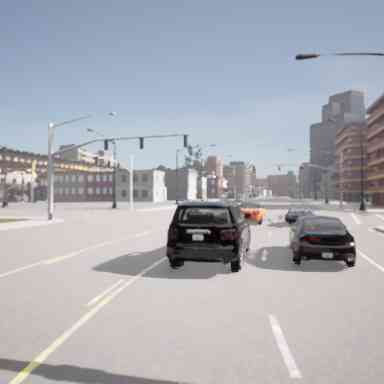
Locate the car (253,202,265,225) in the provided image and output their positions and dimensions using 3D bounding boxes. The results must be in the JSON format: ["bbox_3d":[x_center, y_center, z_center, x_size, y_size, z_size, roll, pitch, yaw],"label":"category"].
[{"bbox_3d":[4.671,1.557,26.498,2.097,1.767,4.553,0,0,16],"label":"car"}]

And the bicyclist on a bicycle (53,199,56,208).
[{"bbox_3d":[-21.305,1.723,50.811,0.582,1.620,1.656,0,0,13],"label":"bicyclist on a bicycle"}]

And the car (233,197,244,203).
[{"bbox_3d":[10.276,1.750,73.422,1.895,1.301,4.718,0,1,15],"label":"car"}]

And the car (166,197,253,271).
[{"bbox_3d":[0.781,1.318,11.512,2.150,2.045,5.566,0,0,13],"label":"car"}]

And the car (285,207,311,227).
[{"bbox_3d":[8.213,1.796,25.002,1.895,1.301,4.718,0,0,23],"label":"car"}]

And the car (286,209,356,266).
[{"bbox_3d":[4.526,1.604,12.024,1.837,1.490,4.892,0,0,14],"label":"car"}]
